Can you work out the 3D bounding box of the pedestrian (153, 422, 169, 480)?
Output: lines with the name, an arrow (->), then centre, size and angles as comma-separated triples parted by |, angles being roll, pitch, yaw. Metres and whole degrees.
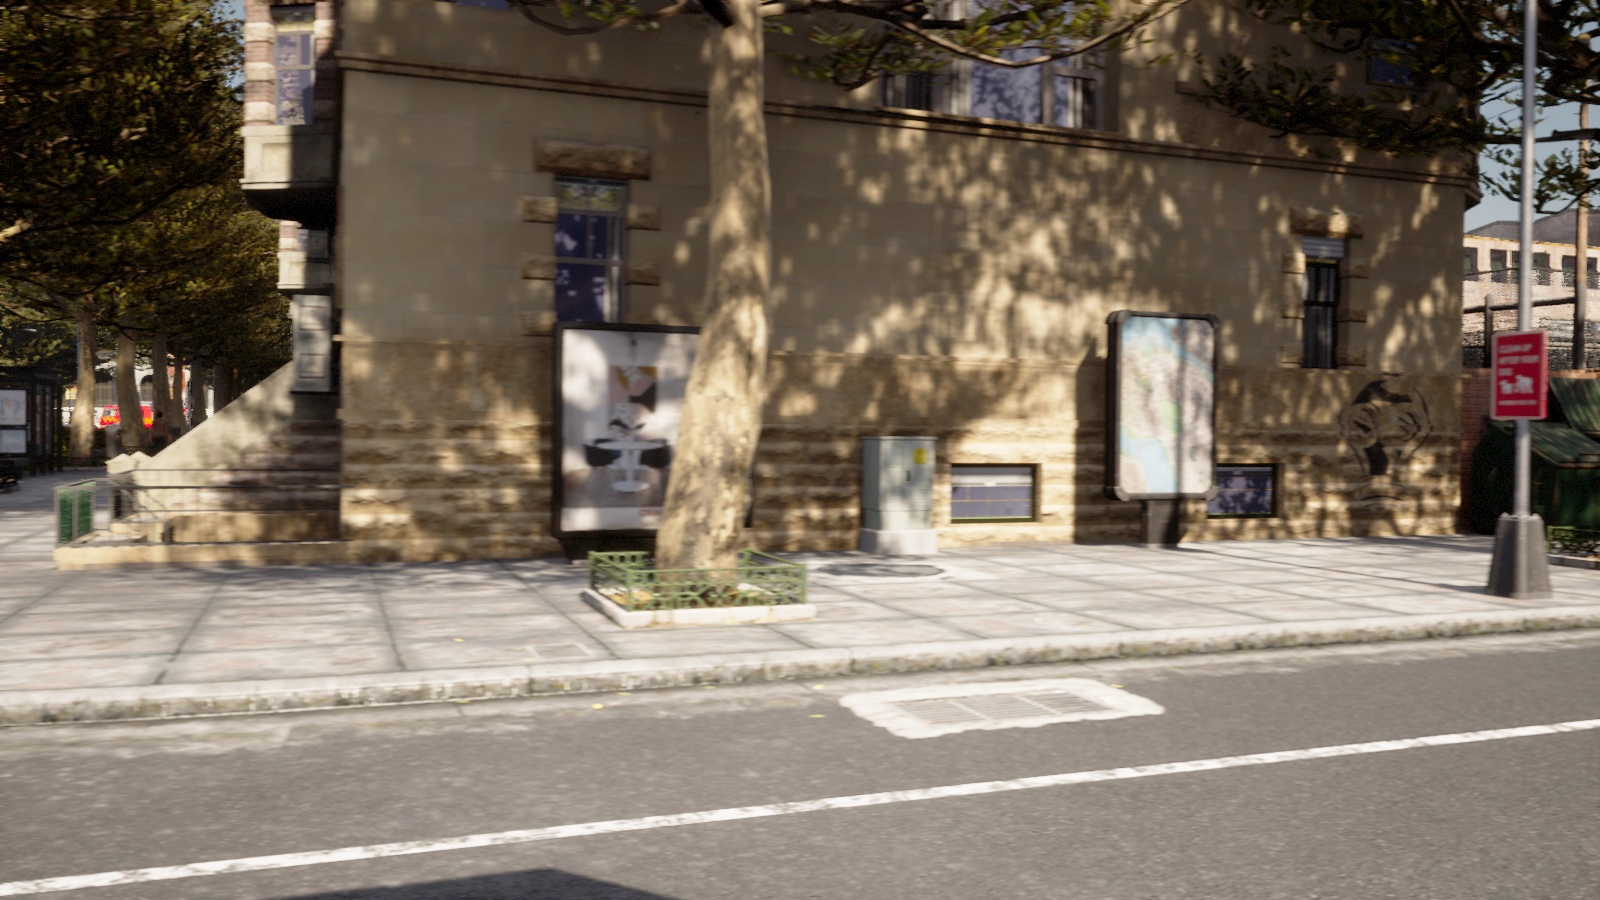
pedestrian -> -20.352, 0.026, 40.013 | 0.328, 1.805, 0.869 | -1, 1, -20
